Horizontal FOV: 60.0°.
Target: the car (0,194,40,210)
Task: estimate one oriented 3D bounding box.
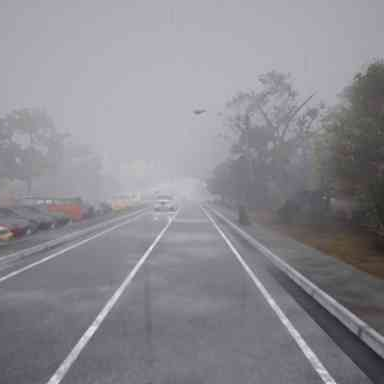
[{"bbox_3d":[-23.348,1.334,43.818,5.566,2.045,2.435,0,-1,0],"label":"car"}]

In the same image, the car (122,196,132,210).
[{"bbox_3d":[-10.061,1.535,38.095,5.366,1.575,1.946,0,-1,0],"label":"car"}]

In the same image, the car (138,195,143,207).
[{"bbox_3d":[-10.418,1.633,49.320,5.366,1.575,1.946,0,-1,0],"label":"car"}]

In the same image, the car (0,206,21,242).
[{"bbox_3d":[-10.091,1.491,13.240,5.366,1.575,1.946,0,0,0],"label":"car"}]

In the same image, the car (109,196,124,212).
[{"bbox_3d":[-10.435,1.517,35.442,5.366,1.575,1.946,0,0,0],"label":"car"}]

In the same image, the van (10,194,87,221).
[{"bbox_3d":[-10.380,1.270,24.346,4.442,1.987,1.878,0,0,0],"label":"van"}]

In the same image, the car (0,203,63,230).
[{"bbox_3d":[-10.241,1.525,18.793,4.792,1.488,2.163,0,0,0],"label":"car"}]

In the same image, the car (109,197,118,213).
[{"bbox_3d":[-10.247,1.508,32.675,4.892,1.521,2.231,0,0,0],"label":"car"}]

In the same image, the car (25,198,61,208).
[{"bbox_3d":[-23.306,1.700,52.124,4.674,1.452,2.002,0,-1,0],"label":"car"}]

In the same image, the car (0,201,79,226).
[{"bbox_3d":[-10.237,1.525,21.569,4.792,1.488,2.163,0,0,0],"label":"car"}]

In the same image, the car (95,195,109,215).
[{"bbox_3d":[-10.288,1.375,29.895,4.553,1.767,2.185,0,0,0],"label":"car"}]

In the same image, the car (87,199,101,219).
[{"bbox_3d":[-10.289,1.527,27.122,4.792,1.488,2.163,0,0,0],"label":"car"}]

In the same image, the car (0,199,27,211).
[{"bbox_3d":[-23.294,1.590,41.046,4.792,1.488,2.163,0,-1,0],"label":"car"}]

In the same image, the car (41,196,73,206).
[{"bbox_3d":[-23.334,1.583,57.541,4.553,1.767,2.185,0,-1,0],"label":"car"}]

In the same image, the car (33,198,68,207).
[{"bbox_3d":[-23.276,1.714,54.894,4.792,1.488,2.163,0,-1,0],"label":"car"}]

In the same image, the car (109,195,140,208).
[{"bbox_3d":[-10.054,1.583,43.768,5.366,1.575,1.946,0,-1,0],"label":"car"}]

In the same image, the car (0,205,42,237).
[{"bbox_3d":[-10.244,1.524,16.017,4.792,1.488,2.163,0,0,0],"label":"car"}]

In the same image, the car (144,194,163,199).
[{"bbox_3d":[-10.473,1.225,90.247,4.792,1.488,2.163,0,0,0],"label":"car"}]

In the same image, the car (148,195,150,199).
[{"bbox_3d":[-10.193,1.740,57.648,4.792,1.488,2.163,0,-1,0],"label":"car"}]

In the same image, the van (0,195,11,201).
[{"bbox_3d":[-23.443,1.311,38.154,4.442,1.987,1.878,0,0,0],"label":"van"}]

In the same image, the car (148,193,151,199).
[{"bbox_3d":[-10.420,1.221,87.463,4.792,1.488,2.163,0,0,0],"label":"car"}]

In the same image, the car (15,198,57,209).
[{"bbox_3d":[-23.127,1.632,49.354,5.366,1.575,1.946,0,-1,0],"label":"car"}]

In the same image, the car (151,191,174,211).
[{"bbox_3d":[-3.414,1.275,41.382,2.150,2.045,5.566,0,-1,0],"label":"car"}]

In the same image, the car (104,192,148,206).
[{"bbox_3d":[-10.258,1.409,52.099,5.566,2.045,2.435,0,-1,0],"label":"car"}]

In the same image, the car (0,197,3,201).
[{"bbox_3d":[-23.358,1.548,35.381,4.792,1.488,2.163,0,0,0],"label":"car"}]

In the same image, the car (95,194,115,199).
[{"bbox_3d":[-23.527,1.234,90.081,4.674,1.452,2.002,0,0,0],"label":"car"}]

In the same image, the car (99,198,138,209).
[{"bbox_3d":[-10.242,1.612,46.544,4.892,1.521,2.231,0,0,0],"label":"car"}]
